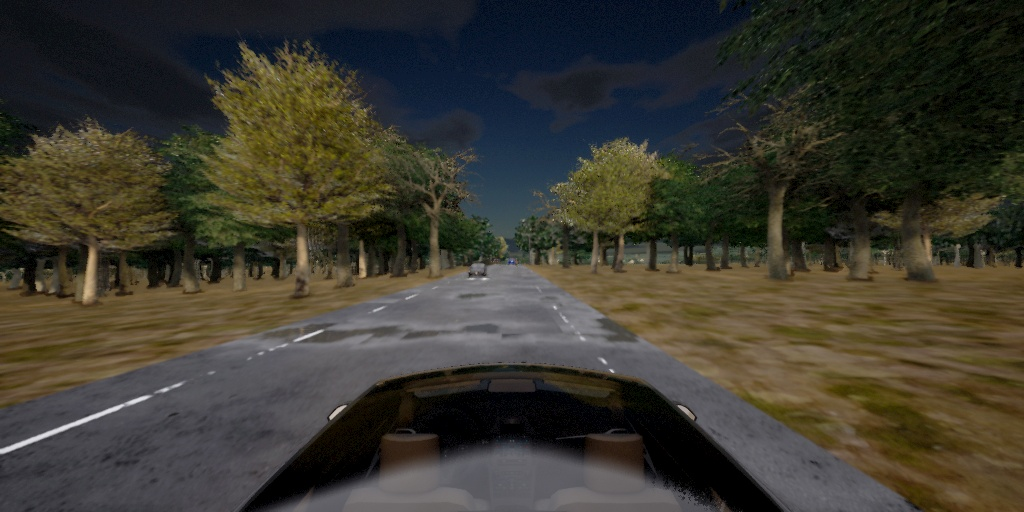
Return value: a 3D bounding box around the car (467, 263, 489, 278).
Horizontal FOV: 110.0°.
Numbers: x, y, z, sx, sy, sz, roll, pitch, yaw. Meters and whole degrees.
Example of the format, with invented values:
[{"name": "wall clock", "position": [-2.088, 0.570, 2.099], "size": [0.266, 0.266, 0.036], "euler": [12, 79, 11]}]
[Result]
[{"name": "car", "position": [-3.590, 1.501, 38.528], "size": [1.837, 1.490, 4.892], "euler": [0, 0, 0]}]
